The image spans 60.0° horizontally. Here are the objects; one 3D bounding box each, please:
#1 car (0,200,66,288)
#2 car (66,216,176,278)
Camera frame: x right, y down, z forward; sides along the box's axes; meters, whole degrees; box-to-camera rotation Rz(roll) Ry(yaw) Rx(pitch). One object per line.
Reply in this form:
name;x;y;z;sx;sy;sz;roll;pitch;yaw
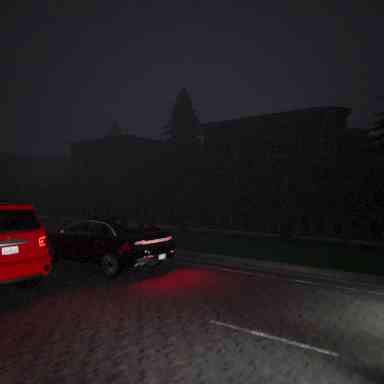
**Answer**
car;-5.675;1.221;7.999;5.566;2.045;2.150;0;0;36
car;-2.747;1.491;10.199;4.902;1.511;2.128;0;0;36
